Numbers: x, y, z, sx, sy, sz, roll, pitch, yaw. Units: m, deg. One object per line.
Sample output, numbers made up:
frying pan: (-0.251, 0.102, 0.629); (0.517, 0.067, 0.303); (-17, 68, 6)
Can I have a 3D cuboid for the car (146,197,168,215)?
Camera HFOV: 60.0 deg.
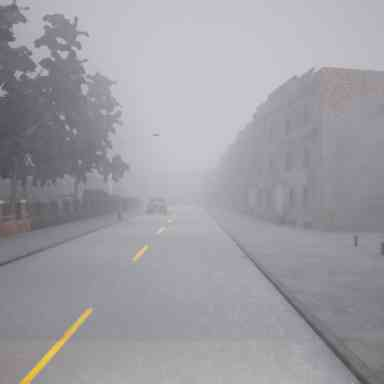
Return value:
car: (-4.128, 1.639, 40.232); (2.150, 2.045, 5.566); (0, 0, 0)
